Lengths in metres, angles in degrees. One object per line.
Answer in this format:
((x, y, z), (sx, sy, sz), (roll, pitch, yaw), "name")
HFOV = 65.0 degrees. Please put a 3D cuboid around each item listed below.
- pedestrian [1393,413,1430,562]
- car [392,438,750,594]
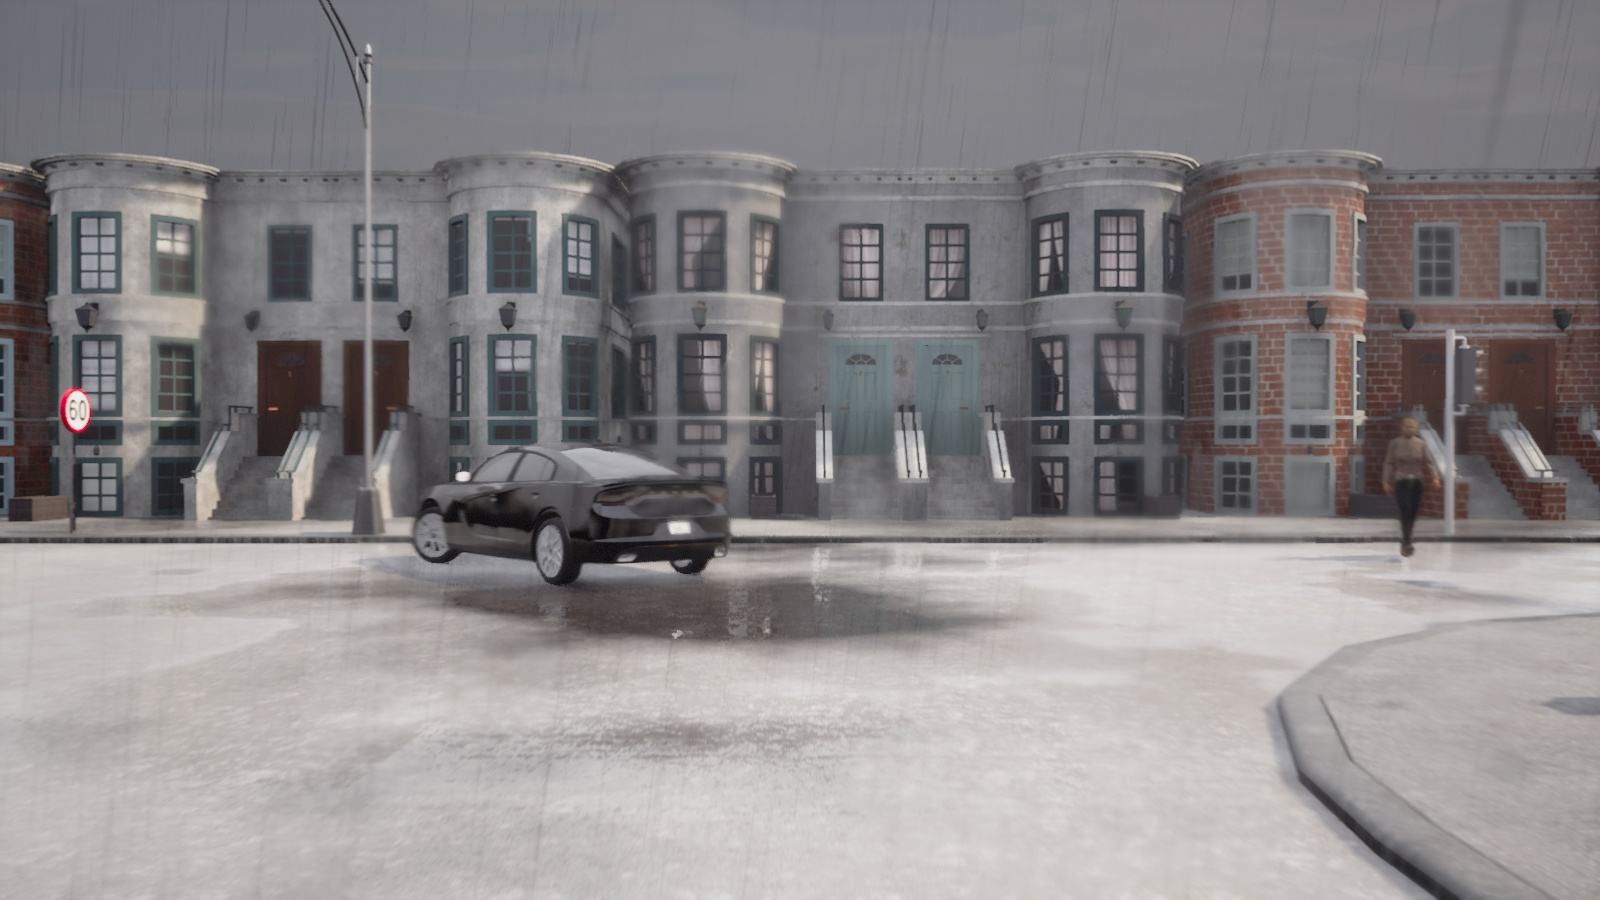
((7.756, 0.459, 15.939), (0.331, 1.846, 0.634), (0, 0, 19), "pedestrian")
((-2.891, 0.642, 14.852), (1.882, 1.535, 5.008), (0, 0, -41), "car")
